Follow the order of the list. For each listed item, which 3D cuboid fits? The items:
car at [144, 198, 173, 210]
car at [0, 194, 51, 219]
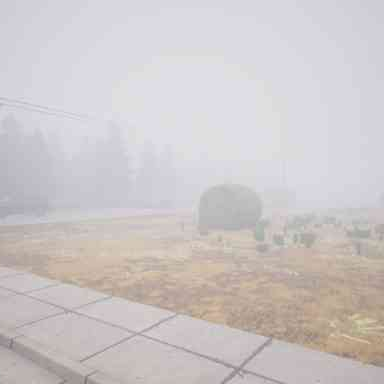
[{"bbox_3d":[-4.396,1.552,44.760,1.812,1.442,4.674,0,0,36],"label":"car"},{"bbox_3d":[-15.514,1.248,29.732,2.150,2.045,5.566,0,0,36],"label":"car"}]
